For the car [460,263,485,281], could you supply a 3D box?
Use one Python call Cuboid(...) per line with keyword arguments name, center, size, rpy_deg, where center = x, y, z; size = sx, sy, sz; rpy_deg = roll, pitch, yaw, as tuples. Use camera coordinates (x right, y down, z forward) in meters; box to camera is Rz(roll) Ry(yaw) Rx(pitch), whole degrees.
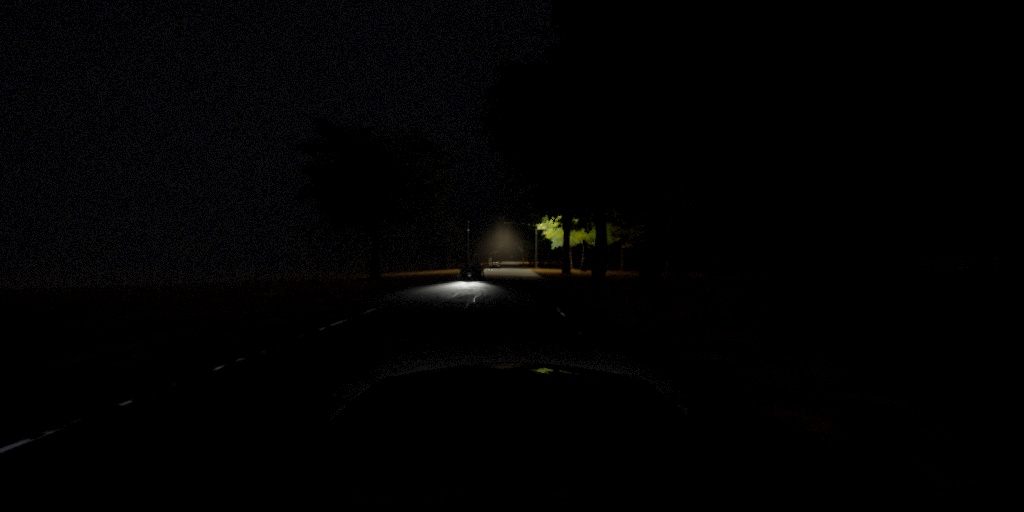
Cuboid(name="car", center=(-3.569, 1.424, 32.746), size=(2.128, 1.511, 4.902), rpy_deg=(0, -1, 0))
